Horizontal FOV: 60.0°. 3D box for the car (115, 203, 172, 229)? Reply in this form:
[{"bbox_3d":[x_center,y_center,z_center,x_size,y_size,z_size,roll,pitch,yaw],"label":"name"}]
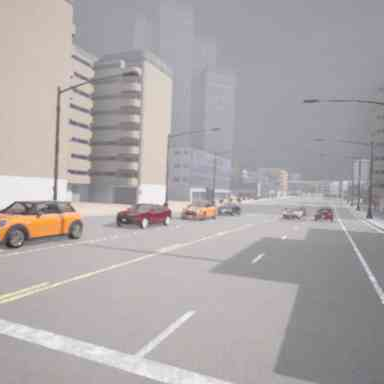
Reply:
[{"bbox_3d":[-3.042,1.466,21.921,1.882,1.535,5.008,2,-1,22],"label":"car"}]

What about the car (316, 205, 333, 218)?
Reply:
[{"bbox_3d":[18.974,2.760,47.489,2.128,1.511,4.902,2,0,22],"label":"car"}]

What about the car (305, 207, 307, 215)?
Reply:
[{"bbox_3d":[15.739,2.618,48.817,1.882,1.535,5.008,2,0,22],"label":"car"}]

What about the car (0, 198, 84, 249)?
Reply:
[{"bbox_3d":[-6.544,1.110,13.424,2.097,1.767,4.553,2,0,22],"label":"car"}]

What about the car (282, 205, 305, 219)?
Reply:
[{"bbox_3d":[12.109,2.547,39.916,1.895,1.301,4.718,2,-1,23],"label":"car"}]

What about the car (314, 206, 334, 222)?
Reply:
[{"bbox_3d":[15.141,2.585,38.093,1.812,1.442,4.674,2,-1,23],"label":"car"}]

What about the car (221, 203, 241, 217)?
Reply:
[{"bbox_3d":[4.552,2.105,40.219,2.128,1.511,4.902,2,-1,23],"label":"car"}]

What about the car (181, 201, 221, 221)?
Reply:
[{"bbox_3d":[0.705,1.647,30.960,2.097,1.767,4.553,2,-1,23],"label":"car"}]
